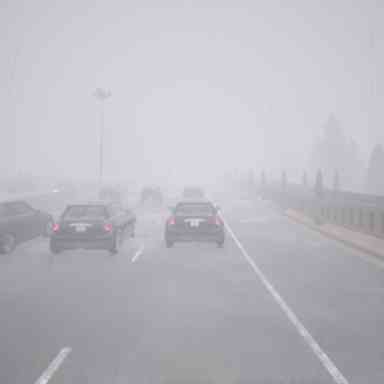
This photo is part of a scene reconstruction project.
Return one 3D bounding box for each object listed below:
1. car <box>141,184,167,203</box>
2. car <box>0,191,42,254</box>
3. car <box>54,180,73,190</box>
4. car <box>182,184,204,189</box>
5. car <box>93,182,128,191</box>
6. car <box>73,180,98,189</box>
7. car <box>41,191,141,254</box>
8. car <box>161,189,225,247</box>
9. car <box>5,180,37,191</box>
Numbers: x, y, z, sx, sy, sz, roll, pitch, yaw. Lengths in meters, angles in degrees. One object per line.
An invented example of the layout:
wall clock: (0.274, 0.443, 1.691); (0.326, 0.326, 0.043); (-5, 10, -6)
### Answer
car: (-3.410, 0.087, 29.468); (1.837, 1.490, 4.892); (0, 4, 0)
car: (-6.906, 1.051, 12.304); (2.097, 1.767, 4.553); (0, 3, 0)
car: (-17.590, -1.008, 46.303); (1.994, 1.385, 4.181); (0, 4, 0)
car: (0.090, -0.060, 31.206); (1.882, 1.535, 5.008); (0, 4, 0)
car: (-6.909, 0.087, 29.461); (1.837, 1.490, 4.892); (0, 4, 0)
car: (-14.094, -0.999, 45.932); (2.033, 1.411, 5.357); (0, 4, 0)
car: (-3.404, 1.051, 12.307); (2.097, 1.767, 4.553); (0, 3, 0)
car: (0.095, 0.994, 13.447); (2.097, 1.767, 4.553); (0, 3, 0)
car: (-21.101, -0.744, 41.187); (1.882, 1.535, 5.008); (0, 4, 0)
